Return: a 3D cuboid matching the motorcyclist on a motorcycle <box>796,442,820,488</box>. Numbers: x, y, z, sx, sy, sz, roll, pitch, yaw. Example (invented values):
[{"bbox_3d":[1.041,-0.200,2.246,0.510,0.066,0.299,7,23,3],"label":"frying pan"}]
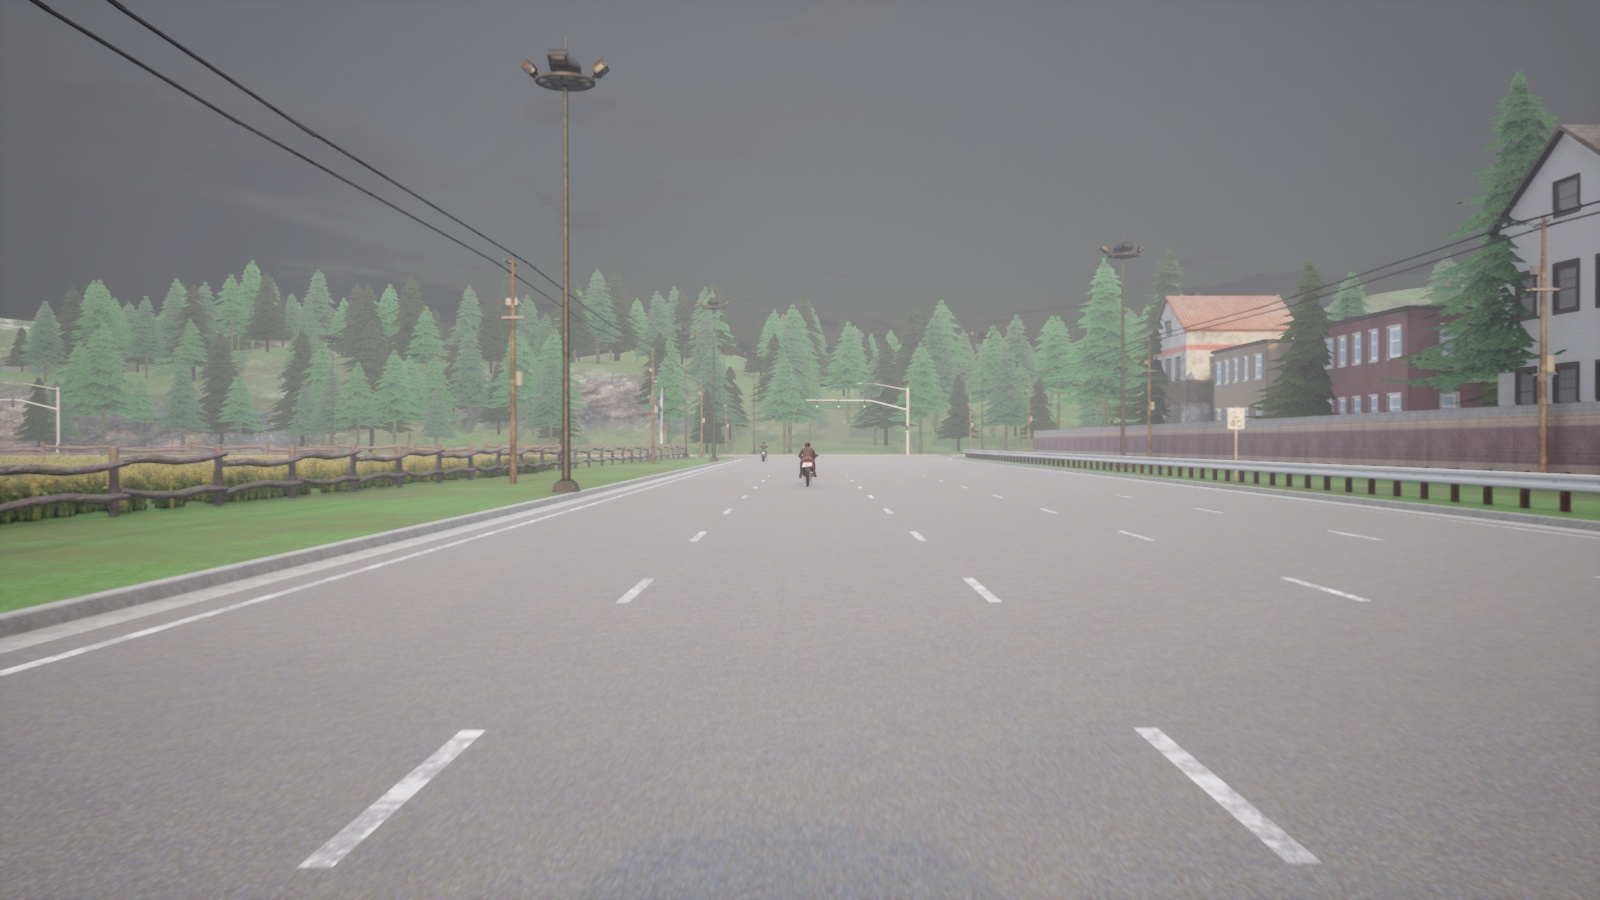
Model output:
[{"bbox_3d":[0.261,0.487,42.903,0.797,1.523,2.044,0,0,0],"label":"motorcyclist on a motorcycle"}]
